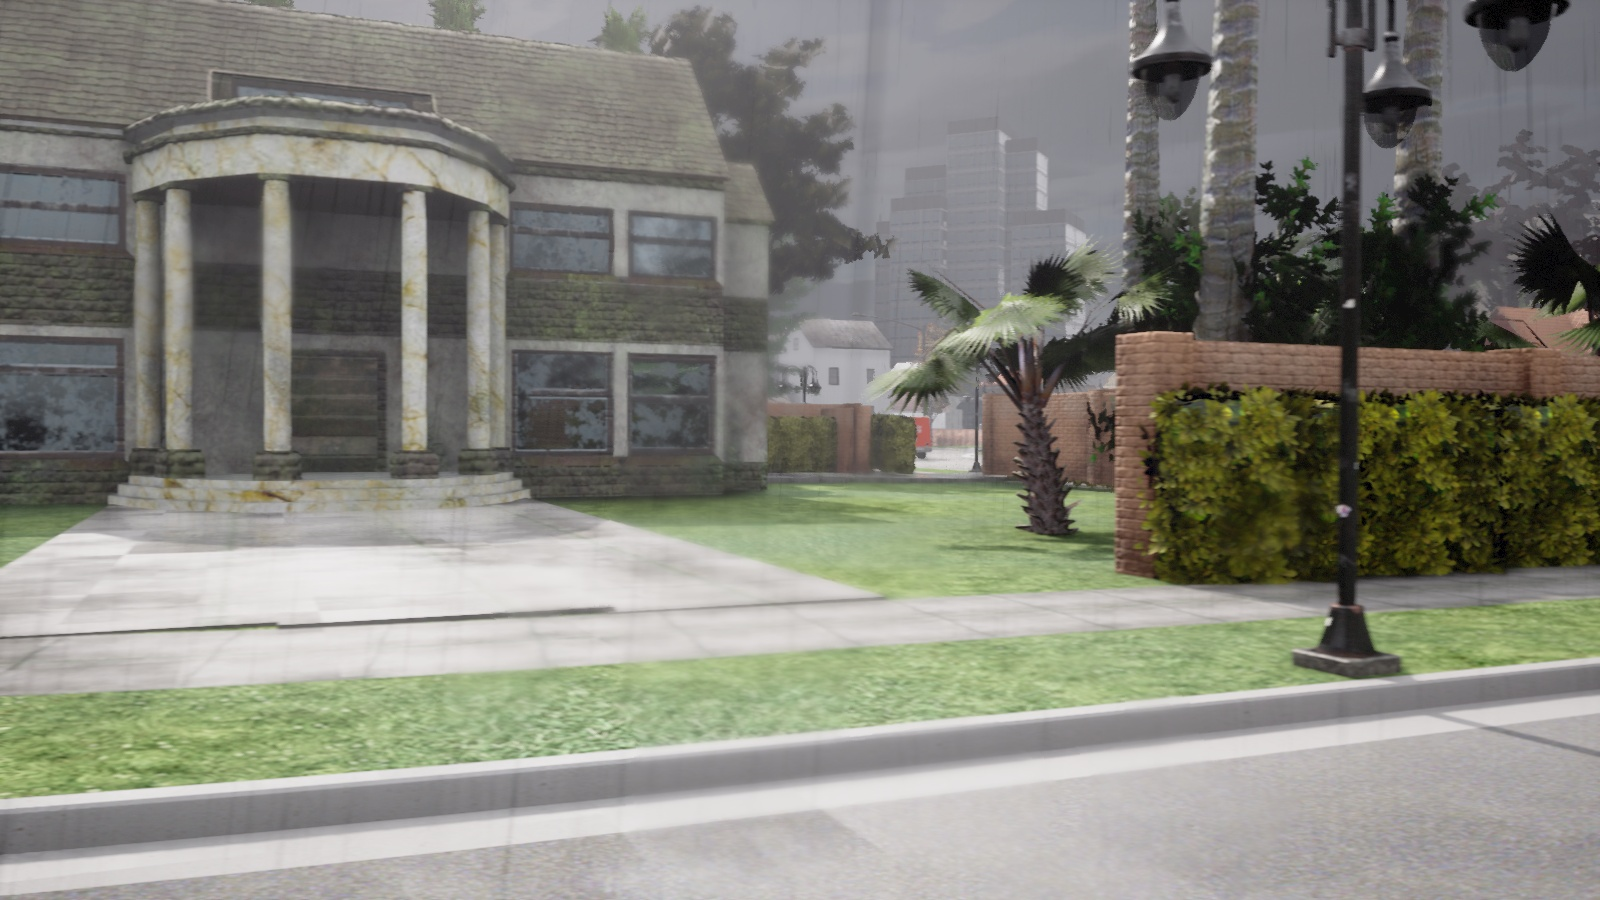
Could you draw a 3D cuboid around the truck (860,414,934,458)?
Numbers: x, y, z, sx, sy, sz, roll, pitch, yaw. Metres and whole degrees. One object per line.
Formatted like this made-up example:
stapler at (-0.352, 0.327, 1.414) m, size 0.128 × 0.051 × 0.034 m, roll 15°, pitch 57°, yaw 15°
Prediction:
truck at (5.681, -0.857, 74.336) m, size 2.627 × 2.467 × 5.204 m, roll -2°, pitch 1°, yaw -17°
